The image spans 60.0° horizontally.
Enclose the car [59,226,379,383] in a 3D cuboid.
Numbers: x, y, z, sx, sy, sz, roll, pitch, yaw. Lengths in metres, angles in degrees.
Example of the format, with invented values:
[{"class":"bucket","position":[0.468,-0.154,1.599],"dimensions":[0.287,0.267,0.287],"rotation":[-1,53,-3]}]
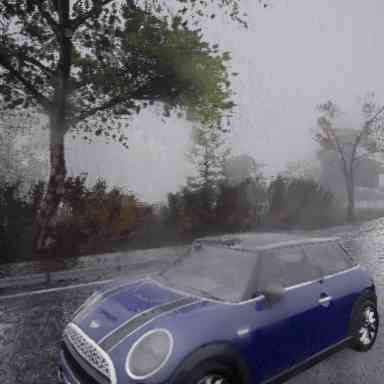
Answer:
[{"class":"car","position":[0.640,1.412,4.632],"dimensions":[4.553,1.767,2.097],"rotation":[1,-1,-38]}]
